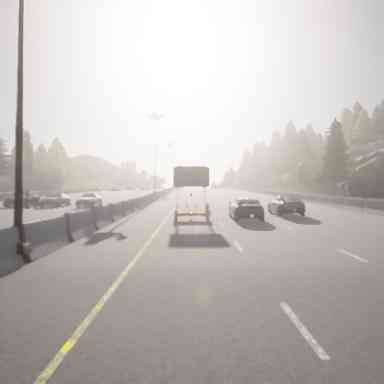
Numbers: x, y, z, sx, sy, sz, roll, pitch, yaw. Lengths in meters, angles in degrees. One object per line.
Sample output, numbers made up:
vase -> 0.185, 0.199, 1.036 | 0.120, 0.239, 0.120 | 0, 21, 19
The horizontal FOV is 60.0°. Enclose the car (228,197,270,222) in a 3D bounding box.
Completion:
car -> 3.590, 1.106, 22.360 | 1.837, 1.490, 4.892 | 0, 2, 0

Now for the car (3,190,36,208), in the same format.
car -> -17.586, 0.634, 34.606 | 2.097, 1.767, 4.553 | 0, 2, 0

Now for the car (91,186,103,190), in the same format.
car -> -21.030, -0.642, 73.754 | 1.837, 1.490, 4.892 | 0, 2, 0

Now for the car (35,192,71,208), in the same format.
car -> -14.088, 0.809, 34.564 | 1.812, 1.442, 4.674 | 0, 1, 0

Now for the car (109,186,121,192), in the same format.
car -> -17.531, -0.629, 75.535 | 1.895, 1.301, 4.718 | 0, 2, 0

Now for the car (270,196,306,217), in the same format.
car -> 7.089, 1.021, 25.330 | 2.128, 1.511, 4.902 | 0, 1, 0

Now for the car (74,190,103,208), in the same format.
car -> -10.588, 0.809, 34.565 | 1.812, 1.442, 4.674 | 0, 1, 0

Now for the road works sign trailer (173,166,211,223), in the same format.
road works sign trailer -> -0.037, 0.074, 21.779 | 2.380, 3.560, 2.880 | 0, 1, -2
